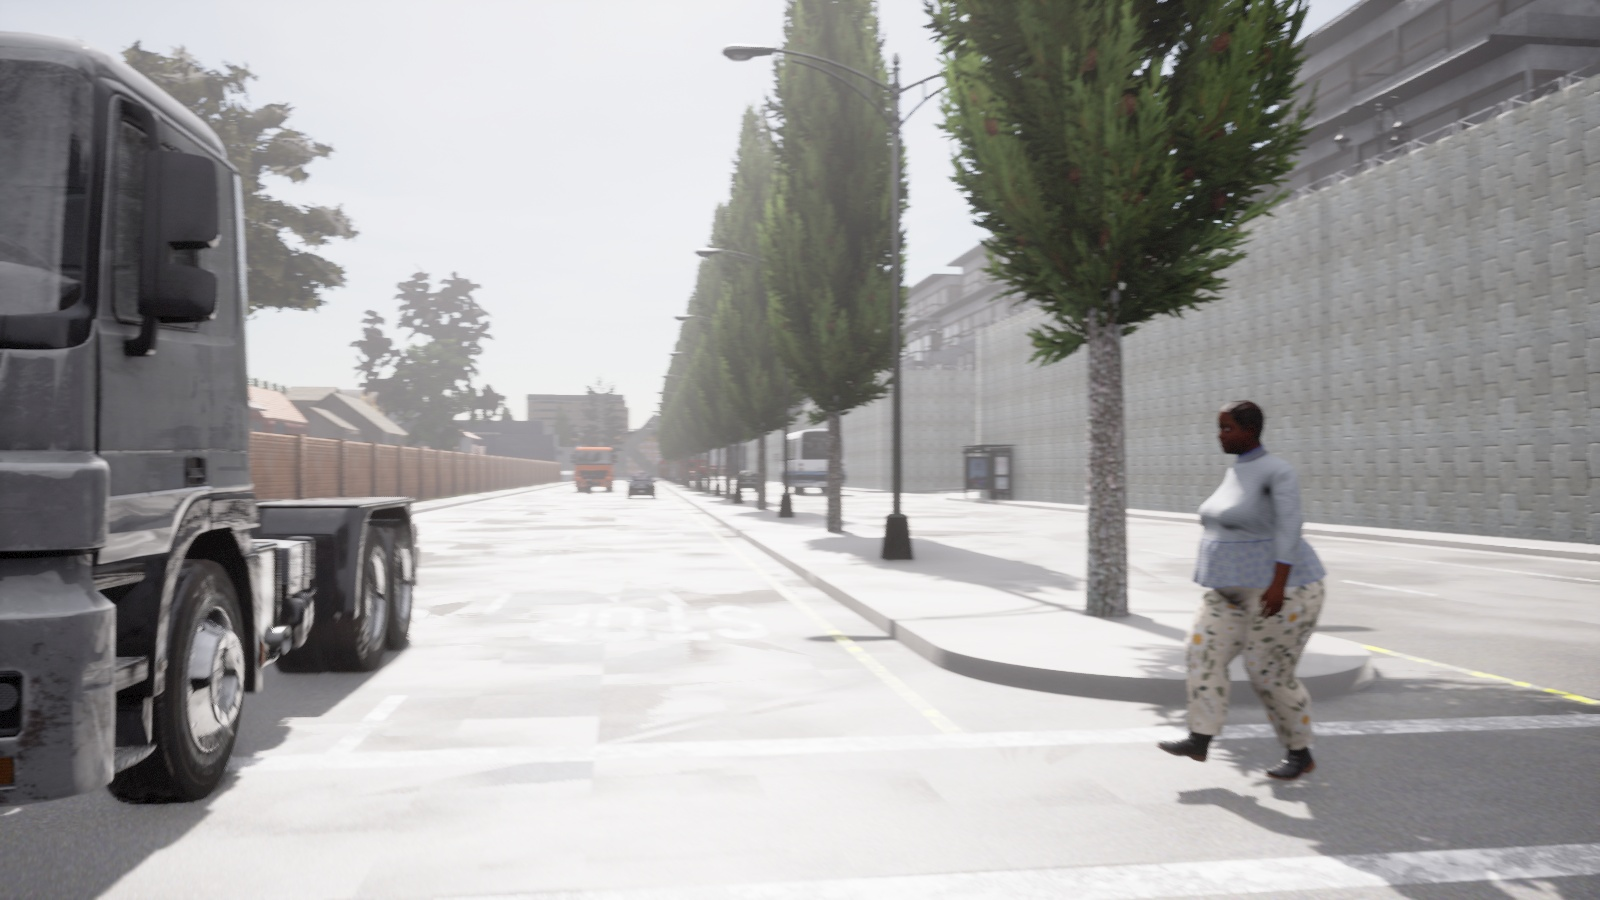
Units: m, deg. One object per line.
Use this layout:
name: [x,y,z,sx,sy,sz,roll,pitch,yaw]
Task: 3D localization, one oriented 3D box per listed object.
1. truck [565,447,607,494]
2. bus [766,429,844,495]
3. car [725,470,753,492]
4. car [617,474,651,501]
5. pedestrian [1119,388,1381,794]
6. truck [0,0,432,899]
truck: [-16.424,1.609,96.946,2.891,3.462,7.936,0,-1,-8]
bus: [0.159,0.884,86.115,3.944,4.253,10.273,0,-1,-8]
car: [-4.699,2.375,96.070,1.851,1.617,3.988,0,-1,-8]
car: [-9.431,2.110,71.183,1.845,1.501,3.633,0,-1,-8]
pedestrian: [2.192,0.647,6.233,0.900,1.855,0.874,0,-1,-8]
truck: [-4.517,0.009,8.170,2.891,3.462,7.936,0,-1,-8]
